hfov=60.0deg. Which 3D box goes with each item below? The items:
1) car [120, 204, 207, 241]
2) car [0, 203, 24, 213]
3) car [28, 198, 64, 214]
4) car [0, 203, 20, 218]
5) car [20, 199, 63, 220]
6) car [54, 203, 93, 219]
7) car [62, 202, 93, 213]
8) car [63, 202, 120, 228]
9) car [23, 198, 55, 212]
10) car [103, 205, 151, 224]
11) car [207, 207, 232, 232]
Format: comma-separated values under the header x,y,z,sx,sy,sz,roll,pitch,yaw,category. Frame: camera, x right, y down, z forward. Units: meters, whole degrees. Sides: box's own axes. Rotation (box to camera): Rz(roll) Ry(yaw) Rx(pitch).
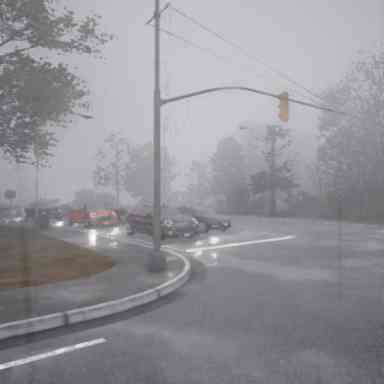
x,y,z,sx,sy,sz,roll,pitch,yaw,category
-1.603,1.437,17.248,2.097,1.767,4.553,0,-1,-38,car
-28.768,2.444,52.587,4.892,1.490,1.837,-1,-1,34,car
-20.543,1.954,46.669,5.566,2.045,2.150,-2,-1,38,car
-21.472,2.121,38.266,4.902,1.511,2.128,-2,-1,41,car
-14.018,1.760,31.347,4.553,1.767,2.097,-2,-1,45,car
-12.423,1.943,34.713,4.892,1.490,1.837,-2,-1,44,car
-16.568,2.166,47.944,5.008,1.535,1.882,-1,-1,39,car
-7.270,1.560,24.161,2.097,1.767,4.553,0,-1,-42,car
-24.966,2.120,54.274,5.566,2.045,2.150,-1,-1,35,car
-5.399,1.795,27.327,1.994,1.385,4.181,0,-1,-42,car
0.302,1.608,20.491,1.837,1.490,4.892,0,-1,-42,car
